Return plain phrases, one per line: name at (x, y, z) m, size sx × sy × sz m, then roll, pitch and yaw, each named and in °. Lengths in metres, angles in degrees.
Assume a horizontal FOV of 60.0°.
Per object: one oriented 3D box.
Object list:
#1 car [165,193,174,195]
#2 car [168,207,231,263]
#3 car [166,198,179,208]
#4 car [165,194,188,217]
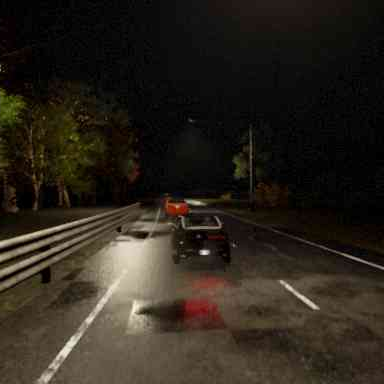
car at (-4.759, 1.385, 71.263) m, size 2.097 × 1.767 × 4.553 m, roll 0°, pitch 0°, yaw -5°
car at (0.174, 1.514, 12.107) m, size 1.837 × 1.490 × 4.892 m, roll 0°, pitch 0°, yaw -5°
car at (-2.978, 1.630, 49.914) m, size 1.895 × 1.301 × 4.718 m, roll 0°, pitch 0°, yaw -5°
car at (-1.481, 1.375, 31.965) m, size 2.097 × 1.767 × 4.553 m, roll 0°, pitch 0°, yaw -5°
